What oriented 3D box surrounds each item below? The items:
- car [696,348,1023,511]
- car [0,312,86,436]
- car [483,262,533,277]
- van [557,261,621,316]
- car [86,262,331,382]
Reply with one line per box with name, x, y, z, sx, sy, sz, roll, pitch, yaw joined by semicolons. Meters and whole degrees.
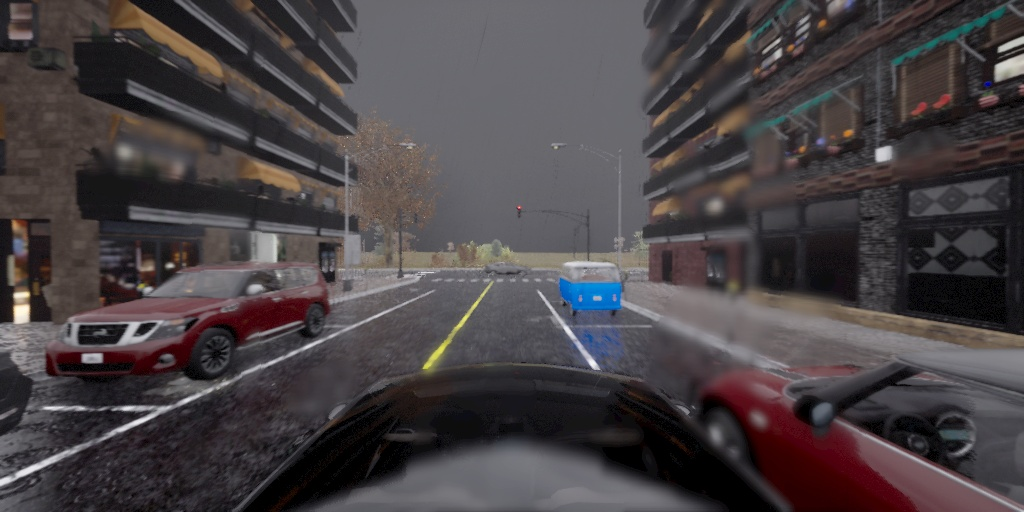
car;2.689;1.189;1.768;1.967;1.591;4.097;0;0;0
car;-5.691;1.301;1.719;2.007;1.370;4.403;0;0;0
car;-0.430;1.328;35.719;4.902;1.511;2.128;0;1;0
van;2.690;1.094;13.096;1.690;1.789;3.998;0;0;0
car;-5.691;1.068;7.383;2.192;1.841;5.009;0;0;0
